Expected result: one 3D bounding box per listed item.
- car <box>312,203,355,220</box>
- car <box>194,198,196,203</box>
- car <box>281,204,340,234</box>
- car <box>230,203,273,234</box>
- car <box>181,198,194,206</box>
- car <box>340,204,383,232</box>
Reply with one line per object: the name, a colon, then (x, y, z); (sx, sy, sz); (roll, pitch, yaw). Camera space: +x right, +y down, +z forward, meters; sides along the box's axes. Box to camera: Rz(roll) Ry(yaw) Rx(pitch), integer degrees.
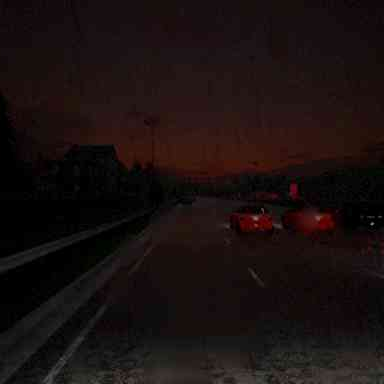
car: (14.098, 1.870, 33.444); (2.033, 1.411, 5.357); (0, -1, 0)
car: (-0.006, 2.218, 85.992); (2.033, 1.411, 5.357); (0, -1, 0)
car: (7.099, 1.554, 20.926); (2.097, 1.767, 4.553); (0, -1, 0)
car: (3.598, 1.554, 20.863); (2.097, 1.767, 4.553); (0, -1, 0)
car: (-1.231, 2.018, 69.269); (2.097, 1.767, 4.553); (0, -1, 0)
car: (10.598, 1.704, 21.999); (2.128, 1.511, 4.902); (0, -1, 0)
